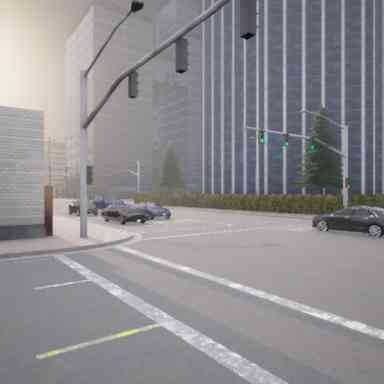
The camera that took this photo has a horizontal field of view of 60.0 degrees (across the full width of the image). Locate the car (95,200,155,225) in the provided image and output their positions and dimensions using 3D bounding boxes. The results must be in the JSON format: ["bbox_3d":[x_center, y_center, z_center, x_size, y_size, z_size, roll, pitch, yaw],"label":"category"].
[{"bbox_3d":[-5.237,1.603,25.285,2.033,1.411,5.357,0,0,-36],"label":"car"}]

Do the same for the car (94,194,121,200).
[{"bbox_3d":[-9.309,1.277,36.969,2.150,2.045,5.566,0,0,-36],"label":"car"}]

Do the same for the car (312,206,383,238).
[{"bbox_3d":[8.892,1.536,17.972,1.837,1.490,4.892,0,0,-36],"label":"car"}]

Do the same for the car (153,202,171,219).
[{"bbox_3d":[-3.644,1.581,29.099,1.812,1.442,4.674,0,0,-36],"label":"car"}]

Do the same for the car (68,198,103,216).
[{"bbox_3d":[-10.910,1.560,33.192,1.837,1.490,4.892,0,0,-36],"label":"car"}]
